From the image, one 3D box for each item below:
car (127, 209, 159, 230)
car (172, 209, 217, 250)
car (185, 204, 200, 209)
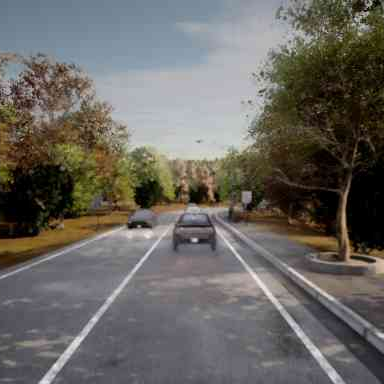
[{"bbox_3d":[-3.580,2.018,25.187,2.033,1.411,5.357,0,-1,0],"label":"car"},{"bbox_3d":[0.108,1.745,15.603,2.128,1.511,4.902,0,-1,0],"label":"car"},{"bbox_3d":[0.145,2.160,32.345,1.812,1.442,4.674,0,-1,0],"label":"car"}]
